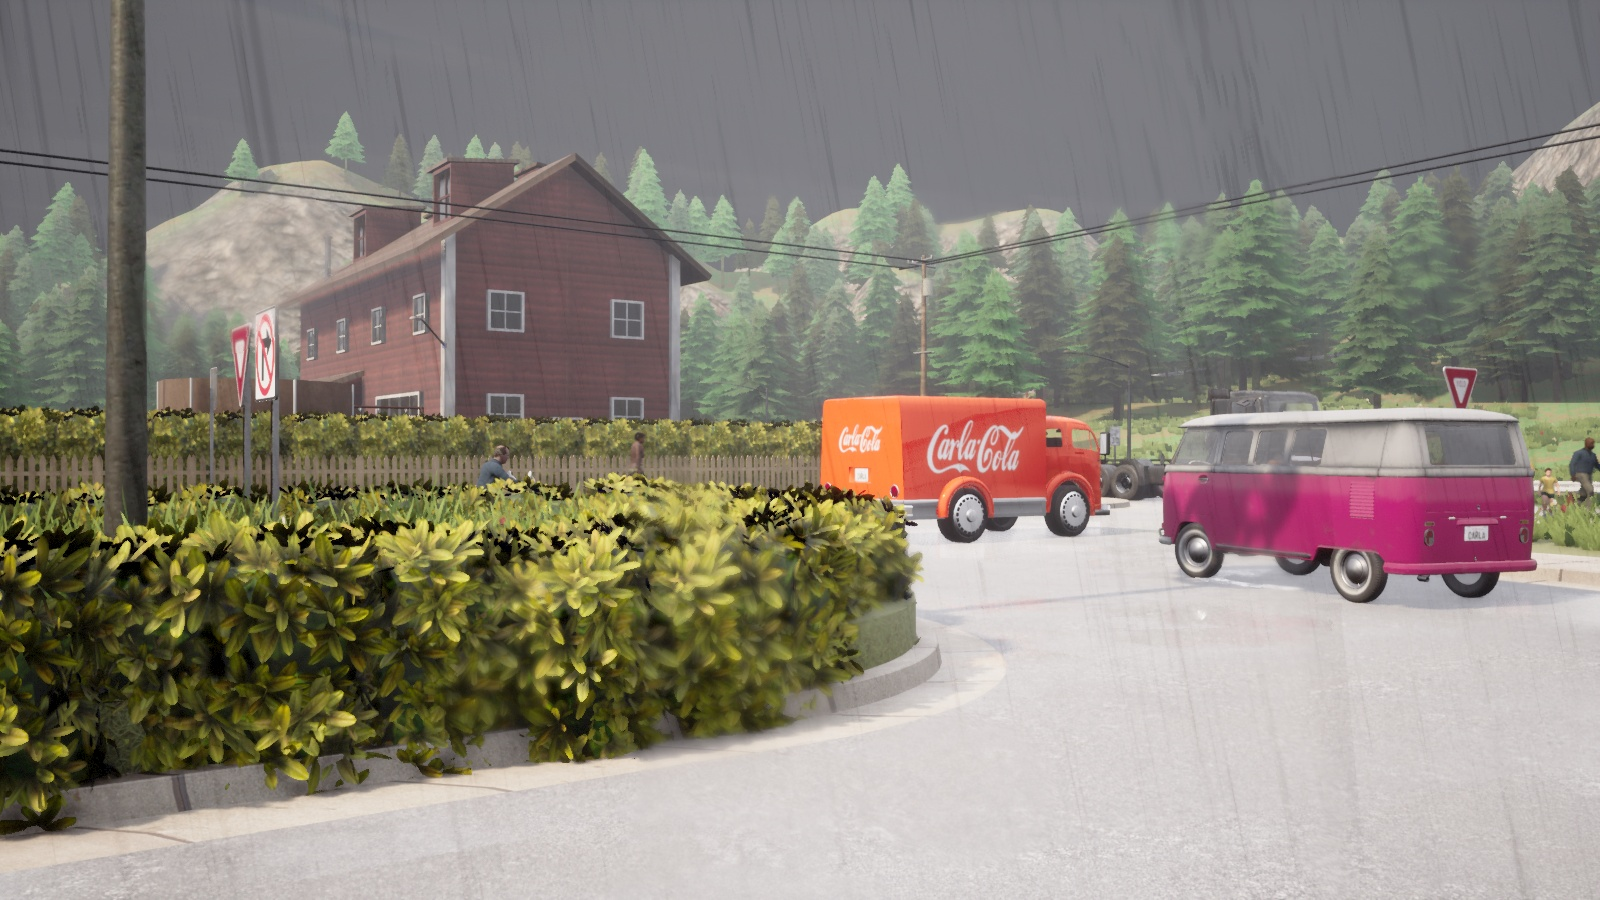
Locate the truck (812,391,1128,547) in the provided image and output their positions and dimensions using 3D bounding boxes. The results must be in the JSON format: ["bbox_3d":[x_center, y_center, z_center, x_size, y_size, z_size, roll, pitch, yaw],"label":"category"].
[{"bbox_3d":[3.098,0.306,22.486,5.204,2.467,2.627,0,0,-35],"label":"truck"}]

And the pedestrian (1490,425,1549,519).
[{"bbox_3d":[14.593,0.431,25.470,0.900,1.855,0.874,0,0,39],"label":"pedestrian"}]

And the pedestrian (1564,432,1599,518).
[{"bbox_3d":[17.050,0.529,27.237,0.370,1.835,0.726,0,0,-20],"label":"pedestrian"}]

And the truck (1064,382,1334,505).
[{"bbox_3d":[12.222,-0.167,39.272,2.891,3.462,7.936,0,0,-34],"label":"truck"}]

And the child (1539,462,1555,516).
[{"bbox_3d":[15.577,0.806,26.185,0.255,1.110,0.394,0,0,25],"label":"child"}]

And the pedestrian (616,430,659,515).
[{"bbox_3d":[-3.508,0.474,27.070,0.869,1.805,0.328,0,0,-35],"label":"pedestrian"}]

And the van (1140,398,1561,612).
[{"bbox_3d":[5.870,0.520,14.076,1.775,1.987,4.442,0,0,-19],"label":"van"}]
